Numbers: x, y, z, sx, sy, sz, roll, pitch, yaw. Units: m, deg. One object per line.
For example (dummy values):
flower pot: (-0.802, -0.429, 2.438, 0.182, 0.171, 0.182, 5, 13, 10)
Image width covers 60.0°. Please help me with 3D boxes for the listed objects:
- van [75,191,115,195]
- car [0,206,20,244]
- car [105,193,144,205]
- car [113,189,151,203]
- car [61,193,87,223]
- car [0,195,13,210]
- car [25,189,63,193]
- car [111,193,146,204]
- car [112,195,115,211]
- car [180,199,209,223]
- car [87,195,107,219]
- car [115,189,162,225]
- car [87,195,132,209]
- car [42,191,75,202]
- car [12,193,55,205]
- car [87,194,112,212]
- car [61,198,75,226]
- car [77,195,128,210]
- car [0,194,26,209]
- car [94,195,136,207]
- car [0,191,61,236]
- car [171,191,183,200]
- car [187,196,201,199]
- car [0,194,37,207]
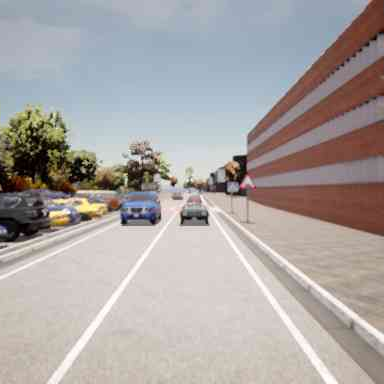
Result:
van: (-9.411, 0.900, 32.036, 4.442, 1.987, 1.878, 0, 1, 0)
car: (-9.312, 1.415, 12.261, 4.674, 1.452, 2.002, 0, 1, 0)
car: (-9.279, 0.945, 46.166, 5.008, 1.535, 2.097, 0, 1, 0)
car: (-9.252, 0.616, 51.814, 5.566, 2.045, 2.435, 0, 1, 0)
car: (-9.334, 1.143, 20.735, 4.553, 1.767, 2.185, 0, 1, 0)
car: (-21.856, 1.090, 34.797, 5.008, 1.535, 2.097, 0, 1, 0)
car: (-21.827, 0.657, 48.787, 5.566, 2.045, 2.435, 0, 1, 0)
car: (-9.280, 0.946, 48.994, 4.674, 1.452, 2.002, 0, 1, 0)
car: (-9.294, 1.202, 29.214, 4.674, 1.452, 2.002, 0, 1, 0)
car: (0.169, 1.385, 23.246, 1.895, 1.301, 4.718, 0, 1, 0)
car: (-9.115, 1.230, 23.562, 5.366, 1.575, 1.946, 0, 1, 0)
car: (-3.282, 1.014, 22.425, 2.150, 2.045, 5.566, 0, 1, 0)
car: (-9.293, 1.095, 37.690, 4.674, 1.452, 2.002, 0, 1, 0)
car: (-21.788, 0.694, 54.568, 4.553, 1.767, 2.185, 0, 0, 0)
car: (-21.864, 0.946, 46.091, 4.892, 1.521, 2.231, 0, 1, 0)
car: (-9.484, 1.194, 26.388, 5.366, 1.575, 1.946, 0, 1, 0)
car: (-9.490, 1.301, 17.912, 5.366, 1.575, 1.946, 0, 1, 0)
car: (-9.263, 1.120, 34.865, 4.792, 1.488, 2.163, 0, 1, 0)
car: (-21.854, 1.055, 37.620, 5.008, 1.535, 2.097, 0, 1, 0)
car: (-9.286, 1.059, 40.516, 4.674, 1.452, 2.002, 0, 1, 0)
car: (-9.335, 1.088, 15.083, 5.566, 2.045, 2.435, 0, 1, 0)
car: (-2.814, 0.650, 64.216, 2.097, 1.767, 4.553, 0, 1, 1)
car: (0.313, 1.135, 42.478, 1.994, 1.385, 4.181, 0, 1, 0)
car: (-21.853, 1.020, 40.444, 4.892, 1.521, 2.231, 0, 1, 0)
